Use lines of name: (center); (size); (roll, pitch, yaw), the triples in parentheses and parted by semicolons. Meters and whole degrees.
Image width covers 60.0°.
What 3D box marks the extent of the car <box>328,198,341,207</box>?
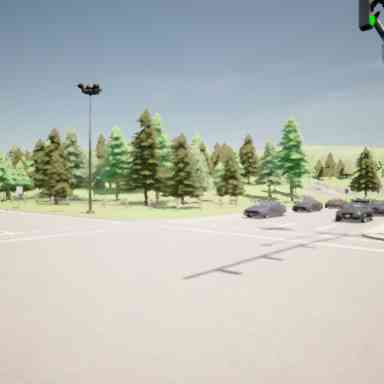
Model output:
car: (19.268, 1.486, 44.590); (1.994, 1.385, 4.181); (0, 0, 40)

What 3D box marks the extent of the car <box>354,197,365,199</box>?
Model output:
car: (27.319, 1.512, 54.242); (1.895, 1.301, 4.718); (0, 0, 40)

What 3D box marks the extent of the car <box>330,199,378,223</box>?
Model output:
car: (12.334, 1.522, 25.229); (1.994, 1.385, 4.181); (0, 0, 39)

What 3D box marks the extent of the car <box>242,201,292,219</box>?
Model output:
car: (6.502, 1.487, 29.160); (2.033, 1.411, 5.357); (0, 0, 39)

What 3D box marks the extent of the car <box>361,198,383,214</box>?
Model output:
car: (17.654, 1.515, 31.695); (1.994, 1.385, 4.181); (0, 0, 38)

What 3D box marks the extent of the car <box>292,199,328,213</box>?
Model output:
car: (12.893, 1.478, 36.905); (2.033, 1.411, 5.357); (0, 0, 39)
